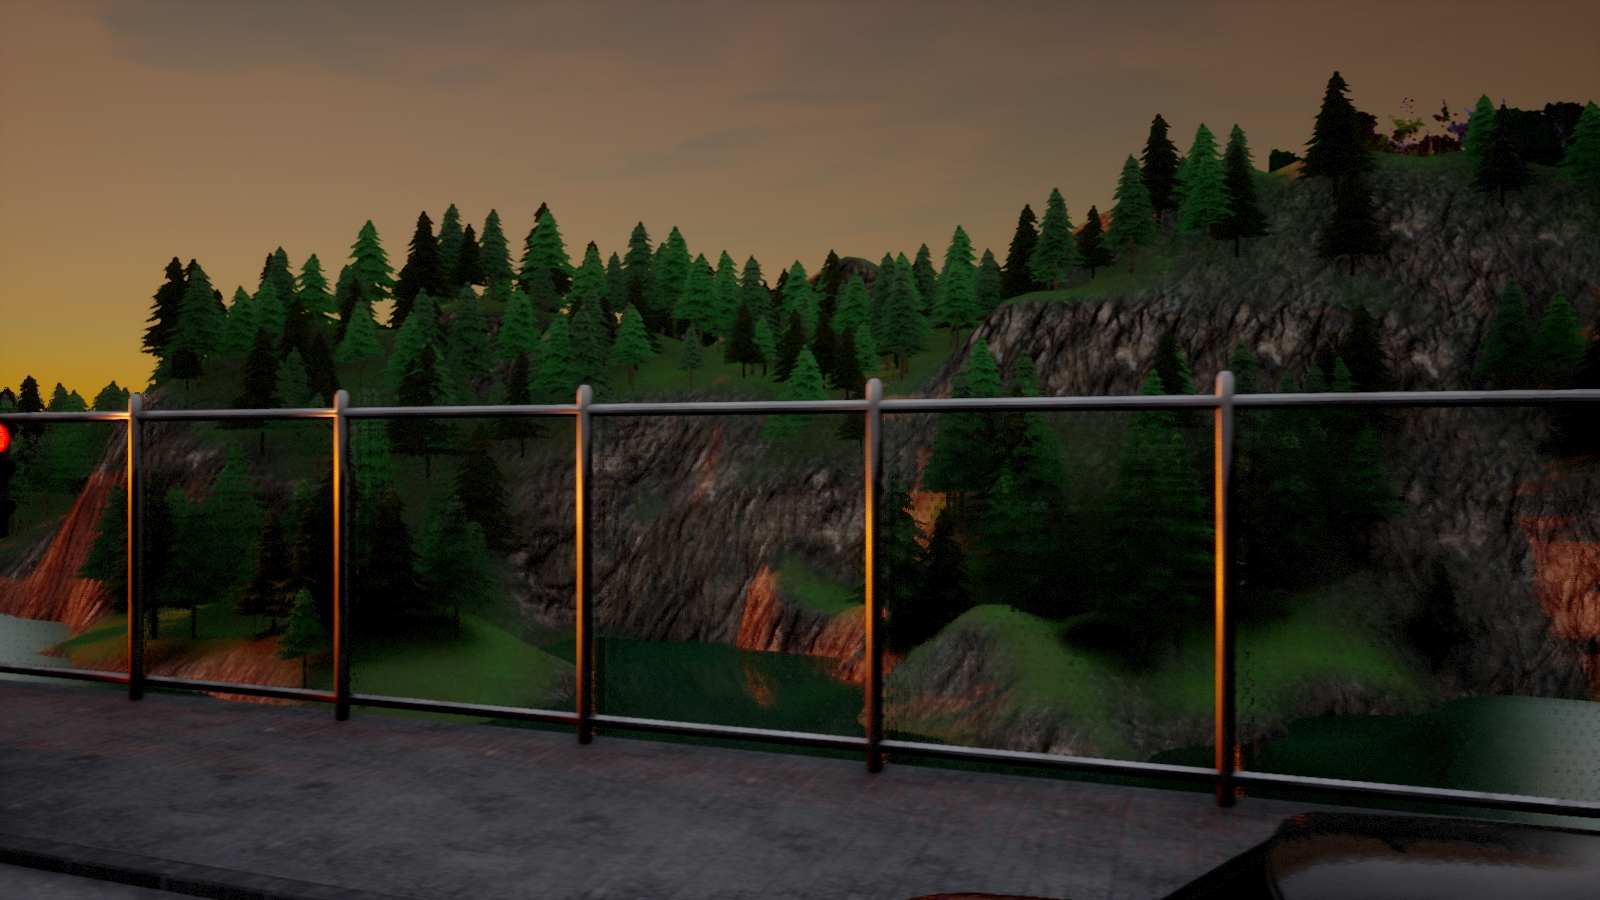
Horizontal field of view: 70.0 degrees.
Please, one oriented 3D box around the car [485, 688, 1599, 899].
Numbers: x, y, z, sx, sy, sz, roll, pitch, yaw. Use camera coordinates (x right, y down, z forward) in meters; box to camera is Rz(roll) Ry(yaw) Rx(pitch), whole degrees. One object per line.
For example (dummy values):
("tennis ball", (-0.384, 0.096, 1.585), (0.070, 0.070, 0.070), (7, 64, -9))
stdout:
("car", (1.689, 1.906, 3.156), (4.553, 1.767, 2.097), (0, 0, 19))
